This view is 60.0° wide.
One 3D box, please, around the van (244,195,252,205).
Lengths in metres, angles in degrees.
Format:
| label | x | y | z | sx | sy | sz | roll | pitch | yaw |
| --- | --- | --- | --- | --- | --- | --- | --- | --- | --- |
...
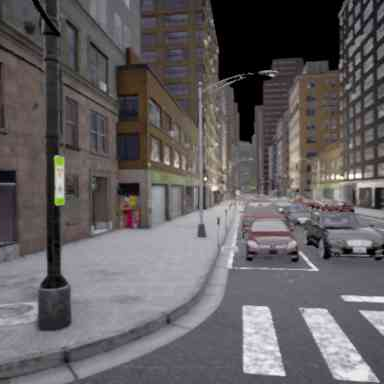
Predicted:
| label | x | y | z | sx | sy | sz | roll | pitch | yaw |
| --- | --- | --- | --- | --- | --- | --- | --- | --- | --- |
| van | 11.274 | 1.597 | 67.147 | 1.690 | 1.788 | 3.998 | -1 | 0 | 9 |

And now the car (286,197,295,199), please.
| label | x | y | z | sx | sy | sz | roll | pitch | yaw |
| --- | --- | --- | --- | --- | --- | --- | --- | --- | --- |
| car | 15.233 | 1.727 | 54.932 | 1.994 | 1.385 | 4.181 | 0 | 0 | 9 |

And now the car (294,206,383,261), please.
| label | x | y | z | sx | sy | sz | roll | pitch | yaw |
| --- | --- | --- | --- | --- | --- | --- | --- | --- | --- |
| car | 5.422 | 1.490 | 12.444 | 2.128 | 1.511 | 4.902 | 0 | 0 | 9 |

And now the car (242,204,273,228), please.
| label | x | y | z | sx | sy | sz | roll | pitch | yaw |
| --- | --- | --- | --- | --- | --- | --- | --- | --- | --- |
| car | 4.469 | 1.602 | 23.148 | 1.887 | 1.381 | 4.507 | -1 | 0 | 9 |

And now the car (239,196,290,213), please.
| label | x | y | z | sx | sy | sz | roll | pitch | yaw |
| --- | --- | --- | --- | --- | --- | --- | --- | --- | --- |
| car | 3.614 | 1.350 | 17.651 | 2.192 | 1.841 | 5.009 | -1 | 0 | 9 |

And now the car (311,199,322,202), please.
| label | x | y | z | sx | sy | sz | roll | pitch | yaw |
| --- | --- | --- | --- | --- | --- | --- | --- | --- | --- |
| car | 15.448 | 1.506 | 38.363 | 1.967 | 1.590 | 4.097 | -1 | 0 | 9 |

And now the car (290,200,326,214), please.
| label | x | y | z | sx | sy | sz | roll | pitch | yaw |
| --- | --- | --- | --- | --- | --- | --- | --- | --- | --- |
| car | 6.867 | 1.526 | 21.731 | 2.128 | 1.511 | 4.902 | 0 | 0 | 9 |

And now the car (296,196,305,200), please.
| label | x | y | z | sx | sy | sz | roll | pitch | yaw |
| --- | --- | --- | --- | --- | --- | --- | --- | --- | --- |
| car | 17.152 | 1.669 | 49.359 | 2.008 | 1.369 | 4.403 | -1 | 0 | 9 |

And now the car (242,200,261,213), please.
| label | x | y | z | sx | sy | sz | roll | pitch | yaw |
| --- | --- | --- | --- | --- | --- | --- | --- | --- | --- |
| car | 7.022 | 1.679 | 39.646 | 2.008 | 1.369 | 4.403 | -1 | 0 | 9 |

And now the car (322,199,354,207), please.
| label | x | y | z | sx | sy | sz | roll | pitch | yaw |
| --- | --- | --- | --- | --- | --- | --- | --- | --- | --- |
| car | 14.599 | 1.586 | 32.864 | 1.887 | 1.381 | 4.507 | -1 | 0 | 9 |

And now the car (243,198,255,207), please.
| label | x | y | z | sx | sy | sz | roll | pitch | yaw |
| --- | --- | --- | --- | --- | --- | --- | --- | --- | --- |
| car | 9.575 | 1.751 | 56.145 | 1.887 | 1.381 | 4.507 | -1 | 0 | 9 |

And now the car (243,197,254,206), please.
| label | x | y | z | sx | sy | sz | roll | pitch | yaw |
| --- | --- | --- | --- | --- | --- | --- | --- | --- | --- |
| car | 10.424 | 1.672 | 61.646 | 1.967 | 1.590 | 4.097 | -1 | 0 | 9 |

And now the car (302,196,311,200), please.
| label | x | y | z | sx | sy | sz | roll | pitch | yaw |
| --- | --- | --- | --- | --- | --- | --- | --- | --- | --- |
| car | 16.301 | 1.637 | 43.861 | 1.887 | 1.381 | 4.507 | -1 | 0 | 9 |

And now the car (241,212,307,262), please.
| label | x | y | z | sx | sy | sz | roll | pitch | yaw |
| --- | --- | --- | --- | --- | --- | --- | --- | --- | --- |
| car | 2.768 | 1.596 | 12.149 | 1.802 | 1.307 | 4.206 | -1 | 0 | 9 |

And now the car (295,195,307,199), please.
| label | x | y | z | sx | sy | sz | roll | pitch | yaw |
| --- | --- | --- | --- | --- | --- | --- | --- | --- | --- |
| car | 17.998 | 1.459 | 54.859 | 2.192 | 1.841 | 5.009 | -1 | 0 | 9 |

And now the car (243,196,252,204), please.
| label | x | y | z | sx | sy | sz | roll | pitch | yaw |
| --- | --- | --- | --- | --- | --- | --- | --- | --- | --- |
| car | 12.127 | 1.719 | 72.645 | 1.967 | 1.590 | 4.097 | -1 | 0 | 9 |

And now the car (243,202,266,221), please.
| label | x | y | z | sx | sy | sz | roll | pitch | yaw |
| --- | --- | --- | --- | --- | --- | --- | --- | --- | --- |
| car | 5.294 | 1.605 | 28.479 | 1.752 | 1.417 | 4.829 | -1 | 0 | 9 |

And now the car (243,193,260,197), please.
| label | x | y | z | sx | sy | sz | roll | pitch | yaw |
| --- | --- | --- | --- | --- | --- | --- | --- | --- | --- |
| car | 8.720 | 1.495 | 50.647 | 2.192 | 1.841 | 5.009 | -1 | 0 | 9 |

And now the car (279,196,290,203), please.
| label | x | y | z | sx | sy | sz | roll | pitch | yaw |
| --- | --- | --- | --- | --- | --- | --- | --- | --- | --- |
| car | 21.432 | 1.765 | 77.019 | 1.752 | 1.417 | 4.829 | -1 | 0 | 9 |
